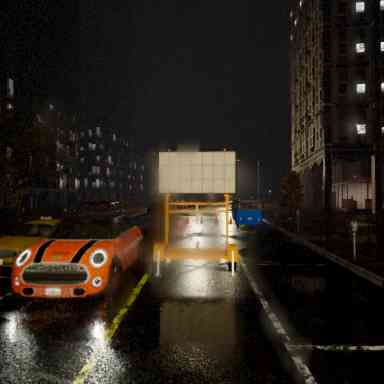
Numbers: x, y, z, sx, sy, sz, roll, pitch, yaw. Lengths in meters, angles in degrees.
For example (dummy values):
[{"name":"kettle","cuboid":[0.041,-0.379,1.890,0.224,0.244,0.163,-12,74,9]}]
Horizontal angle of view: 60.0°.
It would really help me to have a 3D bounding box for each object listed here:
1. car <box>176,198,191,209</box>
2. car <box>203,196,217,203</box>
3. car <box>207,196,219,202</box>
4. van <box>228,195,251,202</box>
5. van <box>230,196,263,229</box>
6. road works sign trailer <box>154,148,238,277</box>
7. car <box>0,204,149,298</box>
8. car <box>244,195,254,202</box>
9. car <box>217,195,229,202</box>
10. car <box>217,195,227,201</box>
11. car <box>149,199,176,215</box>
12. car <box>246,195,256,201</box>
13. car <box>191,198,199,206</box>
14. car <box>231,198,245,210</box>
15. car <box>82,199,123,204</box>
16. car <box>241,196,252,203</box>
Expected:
[{"name":"car","cuboid":[-1.785,1.597,45.469,1.947,1.339,4.313,1,0,9]},{"name":"car","cuboid":[3.690,1.621,73.107,1.947,1.339,4.313,1,0,14]},{"name":"car","cuboid":[5.007,1.587,78.270,1.752,1.417,4.829,1,0,15]},{"name":"van","cuboid":[4.070,1.346,27.387,1.690,1.788,3.998,1,0,6]},{"name":"van","cuboid":[3.573,1.345,21.545,1.690,1.788,3.998,1,0,4]},{"name":"road works sign trailer","cuboid":[0.162,0.468,10.247,2.380,3.560,2.880,0,0,3]},{"name":"car","cuboid":[-2.636,1.357,8.735,2.097,1.767,4.553,0,0,2]},{"name":"car","cuboid":[13.462,1.462,78.836,1.967,1.590,4.097,1,0,16]},{"name":"car","cuboid":[7.609,1.596,77.984,2.033,1.411,5.357,0,0,15]},{"name":"car","cuboid":[8.035,1.624,88.976,2.008,1.369,4.403,1,0,17]},{"name":"car","cuboid":[-3.287,1.590,34.167,1.947,1.339,4.313,1,0,6]},{"name":"car","cuboid":[14.997,1.570,84.266,1.887,1.381,4.507,1,0,17]},{"name":"car","cuboid":[0.119,1.620,56.654,1.802,1.307,4.206,1,0,11]},{"name":"car","cuboid":[6.273,1.532,45.122,1.752,1.417,4.829,1,0,9]},{"name":"car","cuboid":[-4.762,1.327,17.049,2.192,1.841,5.009,1,0,3]},{"name":"car","cuboid":[12.011,1.584,73.337,1.947,1.339,4.313,1,0,14]}]
